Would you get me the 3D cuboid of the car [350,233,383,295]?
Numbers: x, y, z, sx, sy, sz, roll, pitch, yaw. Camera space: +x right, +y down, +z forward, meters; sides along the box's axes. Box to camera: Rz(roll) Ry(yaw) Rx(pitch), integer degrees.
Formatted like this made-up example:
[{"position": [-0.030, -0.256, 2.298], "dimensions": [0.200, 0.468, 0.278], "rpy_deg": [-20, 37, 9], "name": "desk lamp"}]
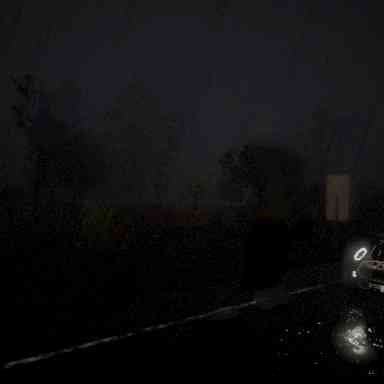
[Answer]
[{"position": [5.910, 1.473, 8.197], "dimensions": [4.553, 1.767, 2.097], "rpy_deg": [1, 0, -35], "name": "car"}]
